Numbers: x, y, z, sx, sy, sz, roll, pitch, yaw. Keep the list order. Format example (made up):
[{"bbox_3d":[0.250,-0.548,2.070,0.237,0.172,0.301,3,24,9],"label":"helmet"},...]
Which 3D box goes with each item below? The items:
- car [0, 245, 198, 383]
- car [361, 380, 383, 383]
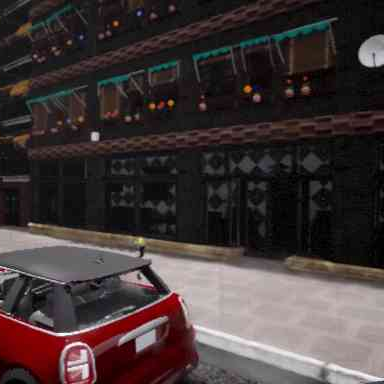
[{"bbox_3d":[-2.020,1.436,4.300,4.097,1.590,1.967,0,1,36],"label":"car"},{"bbox_3d":[2.593,1.552,1.011,4.403,1.369,2.008,0,1,36],"label":"car"}]
